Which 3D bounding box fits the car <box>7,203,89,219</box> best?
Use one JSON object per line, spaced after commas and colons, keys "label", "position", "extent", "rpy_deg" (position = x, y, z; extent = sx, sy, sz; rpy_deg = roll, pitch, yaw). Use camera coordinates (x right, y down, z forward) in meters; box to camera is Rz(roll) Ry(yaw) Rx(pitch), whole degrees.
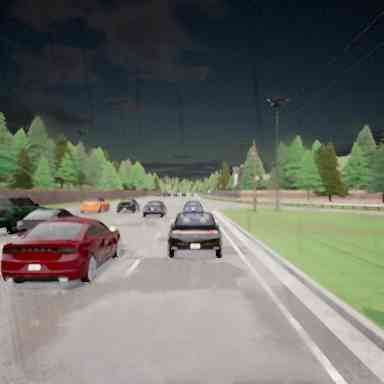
{"label": "car", "position": [-6.907, 1.513, 16.532], "extent": [1.812, 1.442, 4.674], "rpy_deg": [0, 0, 0]}

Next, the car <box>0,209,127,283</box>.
{"label": "car", "position": [-3.396, 1.470, 9.644], "extent": [1.882, 1.535, 5.008], "rpy_deg": [0, 0, 0]}

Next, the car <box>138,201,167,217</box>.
{"label": "car", "position": [-3.388, 1.523, 30.917], "extent": [2.033, 1.411, 5.357], "rpy_deg": [0, 0, 0]}

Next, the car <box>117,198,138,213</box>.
{"label": "car", "position": [-6.887, 1.476, 36.422], "extent": [1.837, 1.490, 4.892], "rpy_deg": [0, 0, 0]}

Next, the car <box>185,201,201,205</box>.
{"label": "car", "position": [0.112, 1.523, 30.998], "extent": [2.033, 1.411, 5.357], "rpy_deg": [0, 0, 0]}

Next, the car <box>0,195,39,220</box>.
{"label": "car", "position": [-10.392, 1.207, 19.217], "extent": [2.150, 2.045, 5.566], "rpy_deg": [0, 0, 0]}

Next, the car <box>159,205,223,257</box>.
{"label": "car", "position": [0.105, 1.482, 12.885], "extent": [2.128, 1.511, 4.902], "rpy_deg": [0, 0, 0]}

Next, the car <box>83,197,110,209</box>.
{"label": "car", "position": [-10.387, 1.324, 36.096], "extent": [2.097, 1.767, 4.553], "rpy_deg": [0, 0, 0]}
